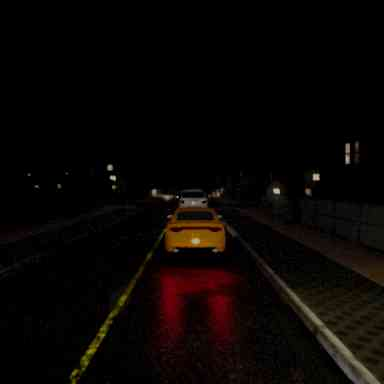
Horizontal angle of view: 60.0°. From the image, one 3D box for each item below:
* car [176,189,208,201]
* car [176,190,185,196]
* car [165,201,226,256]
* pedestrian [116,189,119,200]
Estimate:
[{"bbox_3d":[0.092,0.797,25.748,2.150,2.045,5.566,0,1,0],"label":"car"},{"bbox_3d":[-2.758,0.228,79.821,2.033,1.411,5.357,0,1,0],"label":"car"},{"bbox_3d":[0.097,1.275,12.153,1.882,1.535,5.008,0,0,0],"label":"car"},{"bbox_3d":[-9.687,0.162,43.301,0.375,1.860,0.375,0,1,1],"label":"pedestrian"}]
